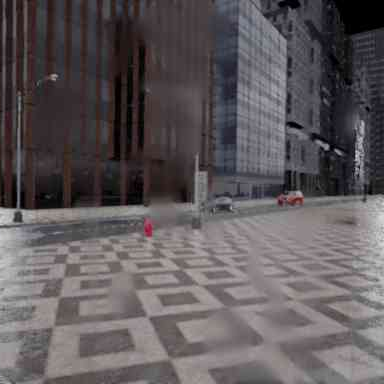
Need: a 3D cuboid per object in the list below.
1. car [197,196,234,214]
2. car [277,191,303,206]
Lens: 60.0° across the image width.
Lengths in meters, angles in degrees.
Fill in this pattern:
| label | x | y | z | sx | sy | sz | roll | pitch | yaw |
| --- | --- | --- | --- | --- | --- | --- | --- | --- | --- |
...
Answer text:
| label | x | y | z | sx | sy | sz | roll | pitch | yaw |
| --- | --- | --- | --- | --- | --- | --- | --- | --- | --- |
| car | 2.158 | 1.147 | 30.579 | 1.837 | 1.490 | 4.892 | 1 | 1 | 36 |
| car | 13.982 | 0.864 | 46.937 | 2.150 | 2.045 | 5.566 | 1 | 1 | 36 |
